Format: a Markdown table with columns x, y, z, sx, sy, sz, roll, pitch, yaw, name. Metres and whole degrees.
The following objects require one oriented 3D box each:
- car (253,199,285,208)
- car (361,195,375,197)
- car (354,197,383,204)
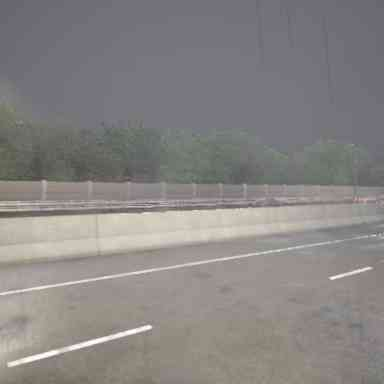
| x | y | z | sx | sy | sz | roll | pitch | yaw | name |
| --- | --- | --- | --- | --- | --- | --- | --- | --- | --- |
| 9.454 | 1.513 | 40.863 | 4.181 | 1.385 | 1.994 | 0 | 0 | -36 | car |
| 24.634 | 1.476 | 43.103 | 5.357 | 1.411 | 2.033 | 0 | 0 | -35 | car |
| 18.532 | 1.508 | 34.452 | 4.181 | 1.385 | 1.994 | 0 | 0 | -36 | car |
